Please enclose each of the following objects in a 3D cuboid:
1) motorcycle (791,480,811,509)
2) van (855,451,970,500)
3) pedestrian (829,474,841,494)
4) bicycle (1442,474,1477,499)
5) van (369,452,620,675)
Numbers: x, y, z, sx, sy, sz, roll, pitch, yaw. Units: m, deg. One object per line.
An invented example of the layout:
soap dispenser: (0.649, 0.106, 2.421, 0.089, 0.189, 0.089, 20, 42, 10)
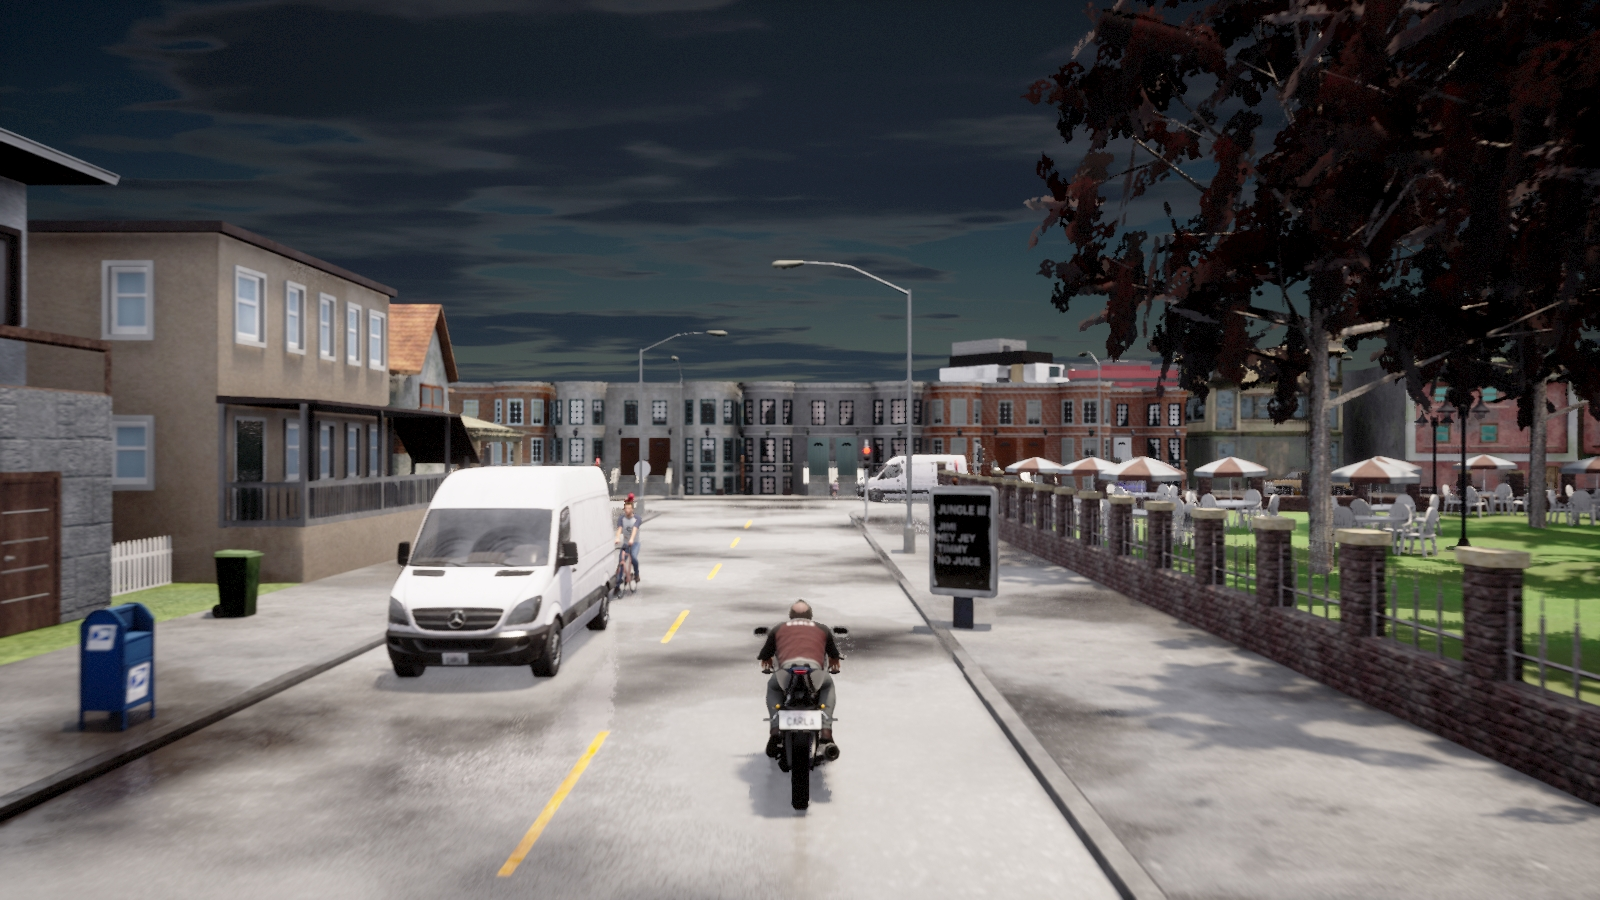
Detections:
motorcycle: (0.054, 1.992, 51.428, 0.867, 1.251, 2.209, 0, 0, 0)
van: (5.968, 1.324, 61.161, 5.915, 2.561, 1.988, 0, 0, 0)
pedestrian: (1.976, 1.914, 64.229, 0.500, 1.100, 0.500, 0, 0, -21)
bicycle: (35.253, 1.945, 61.056, 1.643, 1.296, 0.373, 0, 0, 1)
van: (-3.987, 1.317, 16.138, 1.988, 2.561, 5.915, 0, 0, 0)
